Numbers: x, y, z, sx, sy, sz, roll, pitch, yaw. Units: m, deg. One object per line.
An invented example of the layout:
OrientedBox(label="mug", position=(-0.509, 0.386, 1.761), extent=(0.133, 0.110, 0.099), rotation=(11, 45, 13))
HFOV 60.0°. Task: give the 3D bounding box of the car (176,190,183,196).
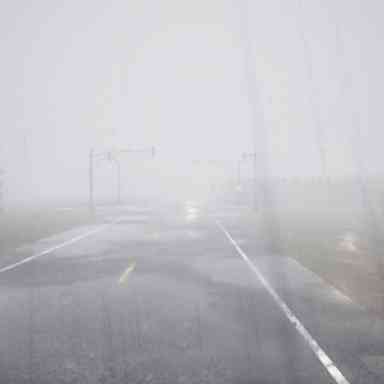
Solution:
OrientedBox(label="car", position=(-3.455, 0.200, 91.721), extent=(2.128, 1.511, 4.902), rotation=(0, 1, 0))

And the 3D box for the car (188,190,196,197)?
OrientedBox(label="car", position=(0.042, 0.705, 87.575), extent=(1.895, 1.301, 4.718), rotation=(0, 1, 0))
